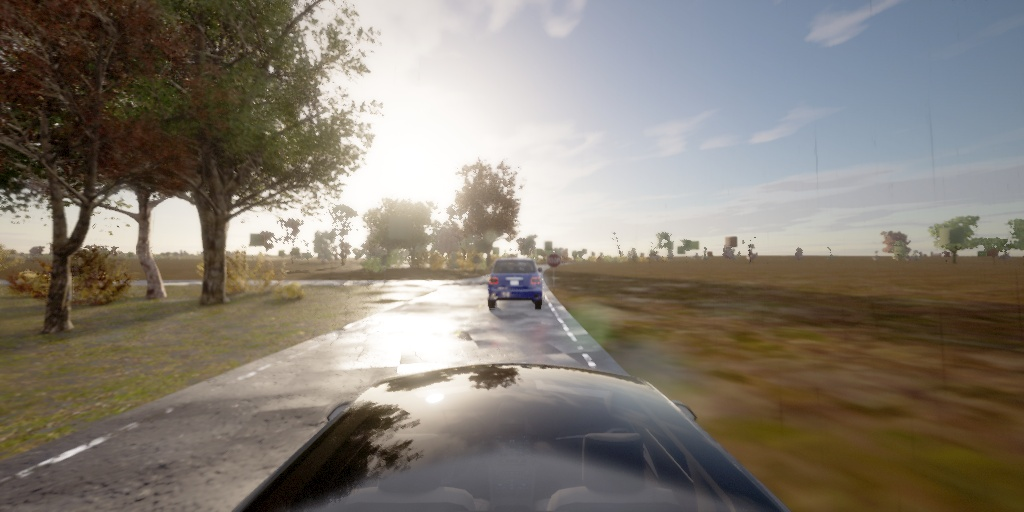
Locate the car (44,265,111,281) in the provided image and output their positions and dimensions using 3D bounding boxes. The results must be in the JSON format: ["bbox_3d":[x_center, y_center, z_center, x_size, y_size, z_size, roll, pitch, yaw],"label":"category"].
[{"bbox_3d":[-39.982,1.596,33.011,4.892,1.490,1.837,0,-1,2],"label":"car"}]

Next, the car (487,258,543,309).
[{"bbox_3d":[0.165,1.098,15.784,2.150,2.045,5.566,0,0,2],"label":"car"}]
